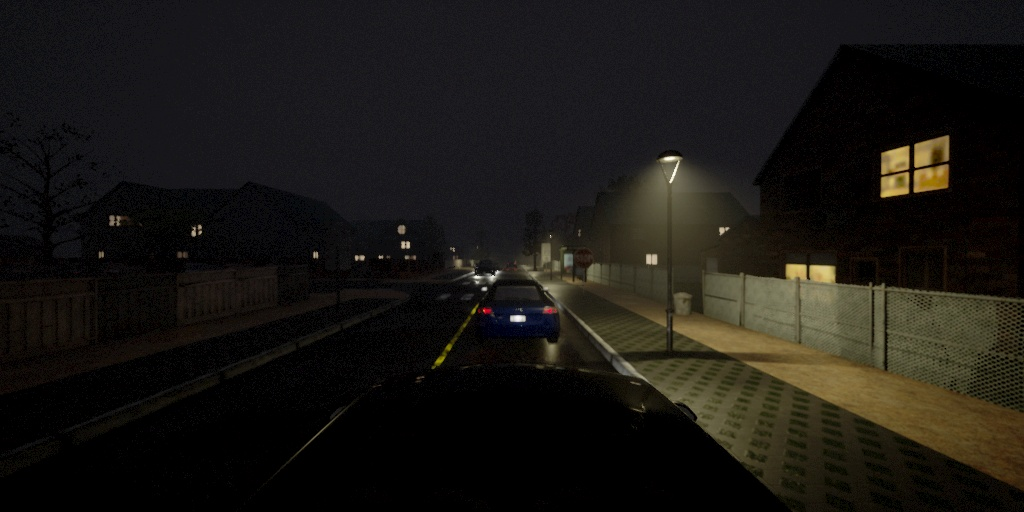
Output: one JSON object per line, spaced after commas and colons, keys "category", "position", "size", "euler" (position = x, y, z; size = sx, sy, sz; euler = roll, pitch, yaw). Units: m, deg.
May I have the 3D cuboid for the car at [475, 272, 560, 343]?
{"category": "car", "position": [0.095, 1.315, 9.695], "size": [1.994, 1.385, 4.181], "euler": [0, 0, -1]}

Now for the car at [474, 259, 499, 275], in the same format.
{"category": "car", "position": [-2.877, 1.170, 39.212], "size": [2.097, 1.767, 4.553], "euler": [0, 0, 0]}

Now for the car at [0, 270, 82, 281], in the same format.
{"category": "car", "position": [-29.159, 1.213, 21.664], "size": [4.892, 1.490, 1.837], "euler": [0, 1, -1]}

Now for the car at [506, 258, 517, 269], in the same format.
{"category": "car", "position": [-0.053, 1.501, 64.008], "size": [1.812, 1.442, 4.674], "euler": [0, 0, 0]}
